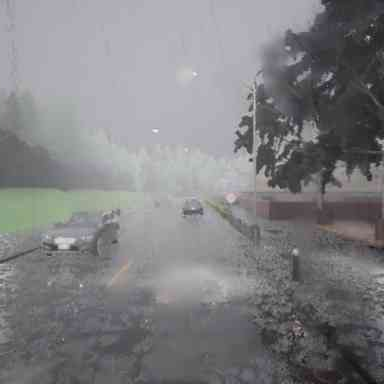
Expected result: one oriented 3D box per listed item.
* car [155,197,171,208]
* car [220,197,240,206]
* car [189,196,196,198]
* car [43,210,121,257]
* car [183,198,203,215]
[{"bbox_3d":[-4.032,1.483,47.065,1.882,1.535,5.008,0,0,1],"label":"car"},{"bbox_3d":[6.325,1.457,52.065,5.357,1.415,2.033,0,0,-40],"label":"car"},{"bbox_3d":[0.112,1.530,59.719,1.812,1.442,4.674,0,0,0],"label":"car"},{"bbox_3d":[-4.083,1.495,13.075,2.128,1.511,4.902,0,0,0],"label":"car"},{"bbox_3d":[0.107,1.566,34.287,1.994,1.385,4.181,0,0,0],"label":"car"}]
